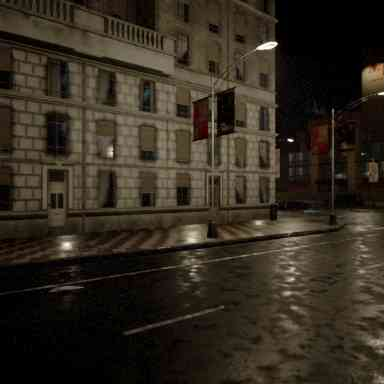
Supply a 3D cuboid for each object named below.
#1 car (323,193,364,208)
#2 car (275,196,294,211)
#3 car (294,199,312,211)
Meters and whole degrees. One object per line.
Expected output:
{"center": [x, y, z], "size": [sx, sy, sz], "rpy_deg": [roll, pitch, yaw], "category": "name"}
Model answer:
{"center": [22.092, 1.221, 48.544], "size": [2.150, 2.045, 5.566], "rpy_deg": [0, 0, -37], "category": "car"}
{"center": [9.132, 1.221, 40.494], "size": [2.150, 2.045, 5.566], "rpy_deg": [0, 0, -36], "category": "car"}
{"center": [12.767, 1.563, 41.456], "size": [1.994, 1.385, 4.181], "rpy_deg": [0, 0, -36], "category": "car"}
